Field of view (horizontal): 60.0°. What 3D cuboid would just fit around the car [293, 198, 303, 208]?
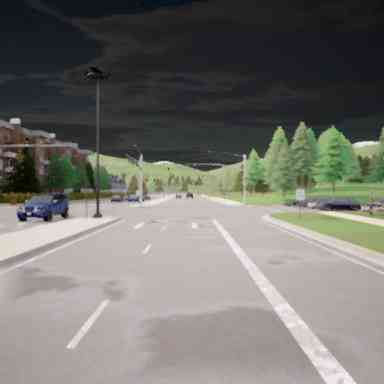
[{"bbox_3d":[16.369,1.420,43.772,4.902,1.511,2.128,0,0,0],"label":"car"}]

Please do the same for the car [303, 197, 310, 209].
[{"bbox_3d":[16.455,1.535,40.274,4.718,1.301,1.895,0,0,0],"label":"car"}]

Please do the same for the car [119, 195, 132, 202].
[{"bbox_3d":[-15.336,1.398,77.217,2.128,1.511,4.902,0,0,-1],"label":"car"}]

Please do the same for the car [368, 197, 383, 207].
[{"bbox_3d":[27.677,1.414,47.335,4.902,1.511,2.128,0,0,0],"label":"car"}]

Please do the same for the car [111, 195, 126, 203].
[{"bbox_3d":[-15.190,1.366,67.741,1.882,1.535,5.008,0,0,-1],"label":"car"}]

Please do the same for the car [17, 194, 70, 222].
[{"bbox_3d":[-11.604,1.175,26.416,2.150,2.045,5.566,0,0,0],"label":"car"}]

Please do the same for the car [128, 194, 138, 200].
[{"bbox_3d":[-15.494,1.334,87.473,1.882,1.535,5.008,0,0,-1],"label":"car"}]

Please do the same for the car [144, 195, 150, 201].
[{"bbox_3d":[-11.843,1.412,77.683,2.033,1.411,5.357,0,0,-1],"label":"car"}]

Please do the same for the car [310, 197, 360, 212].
[{"bbox_3d":[15.970,1.292,36.771,4.553,1.767,2.097,0,0,0],"label":"car"}]

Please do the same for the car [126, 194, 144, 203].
[{"bbox_3d":[-11.693,1.366,67.979,1.882,1.535,5.008,0,0,-1],"label":"car"}]

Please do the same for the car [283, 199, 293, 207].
[{"bbox_3d":[15.491,1.414,47.275,4.902,1.511,2.128,0,0,0],"label":"car"}]
